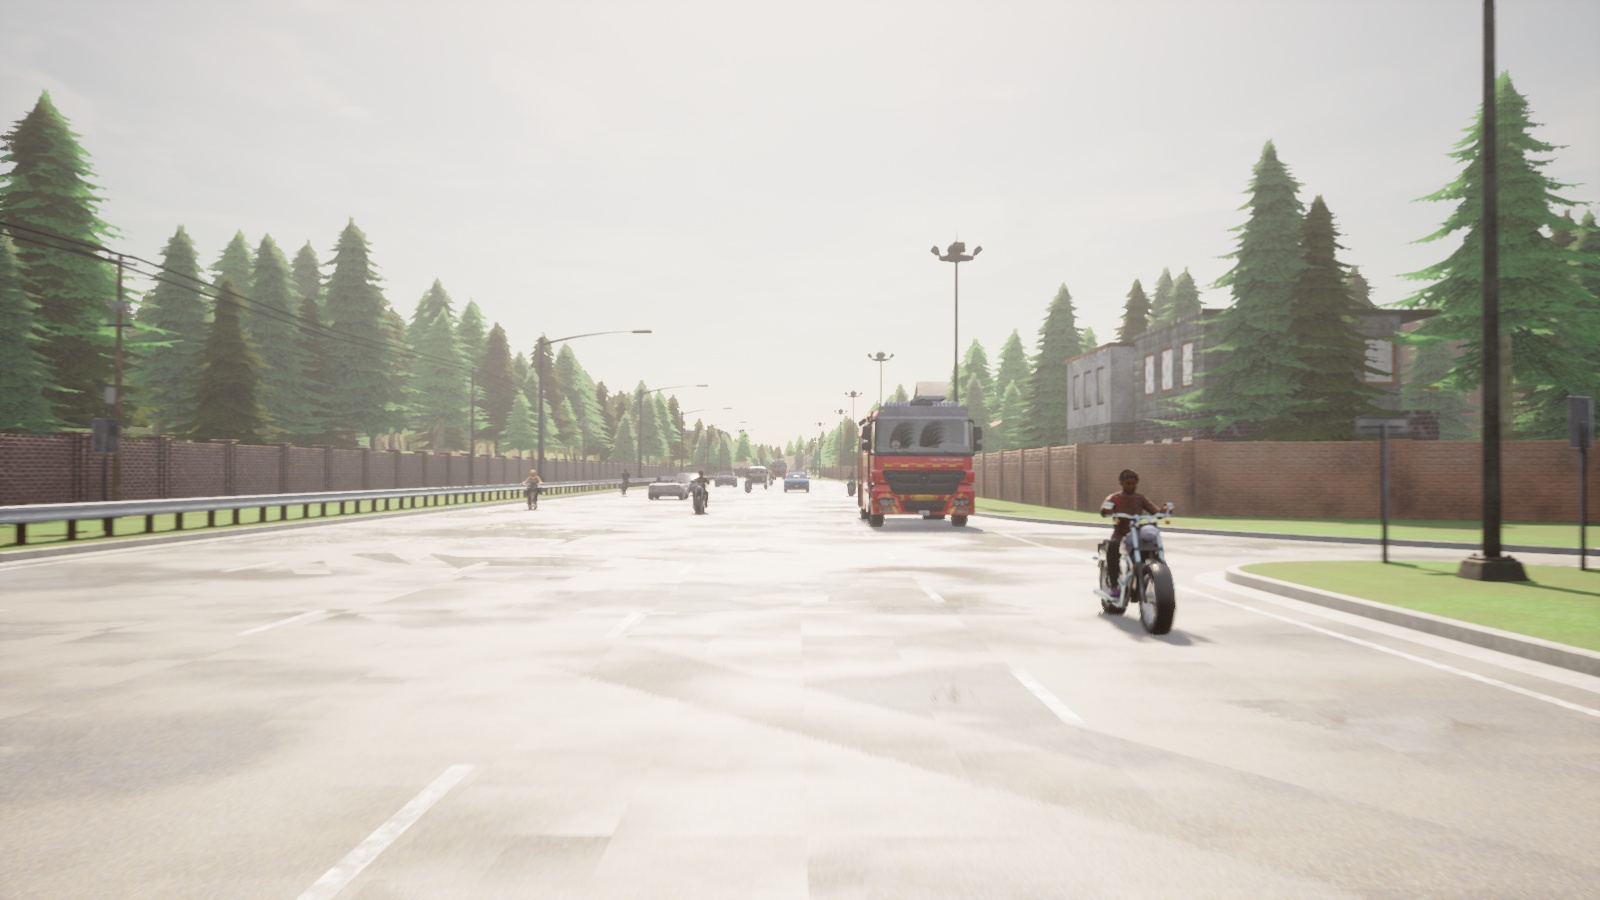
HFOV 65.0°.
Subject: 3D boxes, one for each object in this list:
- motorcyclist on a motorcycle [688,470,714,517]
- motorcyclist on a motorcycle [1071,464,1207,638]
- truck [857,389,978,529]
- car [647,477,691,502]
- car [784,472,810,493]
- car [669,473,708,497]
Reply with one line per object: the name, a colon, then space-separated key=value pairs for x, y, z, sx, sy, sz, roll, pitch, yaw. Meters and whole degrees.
motorcyclist on a motorcycle: x=-3.613 y=1.572 z=45.948 sx=0.766 sy=1.649 sz=2.350 roll=0 pitch=-1 yaw=0
motorcyclist on a motorcycle: x=3.468 y=0.977 z=13.094 sx=0.766 sy=1.649 sz=2.350 roll=0 pitch=-1 yaw=0
truck: x=3.402 y=0.300 z=38.615 sx=2.891 sy=3.827 sz=8.468 roll=0 pitch=-1 yaw=0
car: x=-7.169 y=2.134 z=69.092 sx=1.895 sy=1.301 sz=4.718 roll=0 pitch=-1 yaw=0
car: x=-0.233 y=2.432 z=95.106 sx=1.882 sy=1.535 sz=5.008 roll=0 pitch=-1 yaw=0
car: x=-7.199 y=2.248 z=81.539 sx=2.163 sy=1.488 sz=4.792 roll=0 pitch=-1 yaw=0
